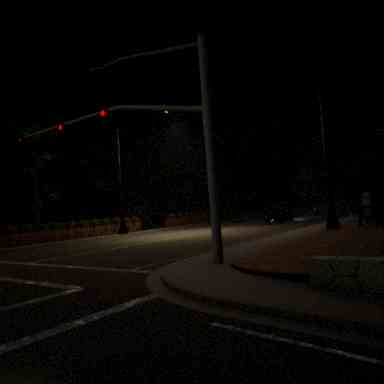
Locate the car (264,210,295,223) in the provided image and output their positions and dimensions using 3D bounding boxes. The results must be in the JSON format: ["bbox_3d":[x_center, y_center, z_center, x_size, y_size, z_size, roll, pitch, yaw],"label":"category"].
[{"bbox_3d":[9.705,2.657,36.564,1.895,1.301,4.718,-6,-4,36],"label":"car"}]
